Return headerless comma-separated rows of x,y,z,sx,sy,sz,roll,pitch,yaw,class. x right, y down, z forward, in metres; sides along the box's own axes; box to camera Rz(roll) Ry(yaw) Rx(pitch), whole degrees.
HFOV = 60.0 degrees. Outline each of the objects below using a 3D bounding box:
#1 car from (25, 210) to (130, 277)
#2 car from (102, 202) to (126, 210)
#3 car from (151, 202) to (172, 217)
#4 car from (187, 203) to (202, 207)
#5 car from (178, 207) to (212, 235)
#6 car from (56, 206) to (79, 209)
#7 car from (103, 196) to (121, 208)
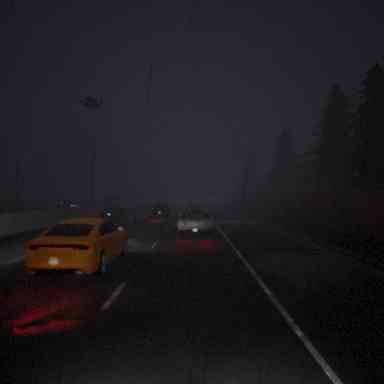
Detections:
-3.365,1.565,10.610,1.882,1.535,5.008,0,0,0,car
-6.771,1.811,29.127,1.994,1.385,4.181,0,0,0,car
-3.237,1.822,35.641,1.837,1.490,4.892,0,0,0,car
0.283,1.965,39.755,1.895,1.301,4.718,0,-1,0,car
0.183,1.787,20.180,1.895,1.301,4.718,0,-1,0,car
-17.325,1.920,46.507,2.033,1.411,5.357,0,-1,1,car
-13.732,1.705,57.268,2.150,2.045,5.566,0,-1,-5,car
